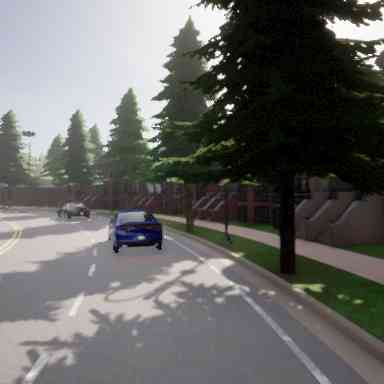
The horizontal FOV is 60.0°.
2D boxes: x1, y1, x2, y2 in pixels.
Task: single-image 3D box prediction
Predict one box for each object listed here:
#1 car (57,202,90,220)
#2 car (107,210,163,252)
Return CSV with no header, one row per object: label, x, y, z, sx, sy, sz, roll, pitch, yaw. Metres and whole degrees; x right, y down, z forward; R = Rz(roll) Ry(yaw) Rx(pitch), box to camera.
car,-10.640,1.631,29.808,1.812,1.442,4.674,0,0,-37
car,-2.559,1.509,14.393,1.882,1.535,5.008,0,0,-17
